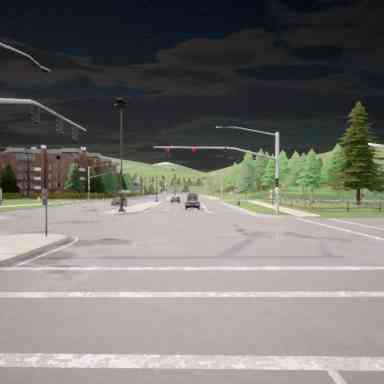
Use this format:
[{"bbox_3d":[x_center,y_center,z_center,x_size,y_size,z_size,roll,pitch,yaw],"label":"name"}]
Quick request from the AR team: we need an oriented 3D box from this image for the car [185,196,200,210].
[{"bbox_3d":[0.061,1.601,43.533,1.895,1.301,4.718,0,0,0],"label":"car"}]

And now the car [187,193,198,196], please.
[{"bbox_3d":[0.097,1.221,68.969,2.150,2.045,5.566,0,0,0],"label":"car"}]

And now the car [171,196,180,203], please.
[{"bbox_3d":[-3.403,1.491,68.942,2.128,1.511,4.902,0,0,0],"label":"car"}]

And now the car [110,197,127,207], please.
[{"bbox_3d":[-11.494,1.507,52.515,1.837,1.490,4.892,0,-1,0],"label":"car"}]
